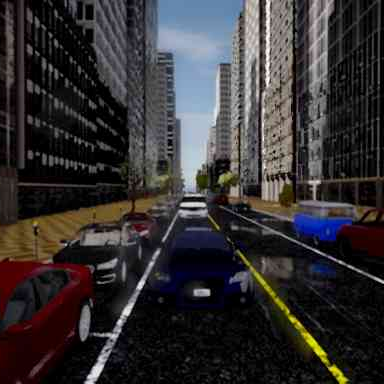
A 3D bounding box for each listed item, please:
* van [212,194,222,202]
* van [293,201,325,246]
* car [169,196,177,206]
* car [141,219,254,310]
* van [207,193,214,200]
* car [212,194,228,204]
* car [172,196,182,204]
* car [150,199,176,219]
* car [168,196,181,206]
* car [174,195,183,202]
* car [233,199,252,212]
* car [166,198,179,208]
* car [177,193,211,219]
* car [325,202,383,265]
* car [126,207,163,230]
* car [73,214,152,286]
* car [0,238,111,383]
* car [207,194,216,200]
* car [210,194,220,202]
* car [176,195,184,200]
[{"bbox_3d":[5.355,1.291,71.842,1.690,1.788,3.998,-1,0,-1],"label":"van"},{"bbox_3d":[5.878,1.331,15.007,1.690,1.788,3.998,-1,0,-1],"label":"van"},{"bbox_3d":[-2.709,1.526,37.664,2.008,1.369,4.403,-1,0,-1],"label":"car"},{"bbox_3d":[0.169,1.559,7.763,1.994,1.385,4.181,0,0,0],"label":"car"},{"bbox_3d":[5.146,1.271,94.575,1.690,1.788,3.998,-1,0,-1],"label":"van"},{"bbox_3d":[5.459,1.273,60.475,2.192,1.841,5.009,-1,0,-1],"label":"car"},{"bbox_3d":[-2.969,1.480,65.911,1.752,1.417,4.829,-1,0,-1],"label":"car"},{"bbox_3d":[-2.605,1.534,26.297,2.008,1.369,4.403,-1,0,-1],"label":"car"},{"bbox_3d":[-2.867,1.403,54.714,1.967,1.590,4.097,-1,0,-1],"label":"car"},{"bbox_3d":[-3.076,1.512,77.448,1.947,1.339,4.313,-1,0,-1],"label":"car"},{"bbox_3d":[5.671,1.525,37.741,2.008,1.369,4.403,-1,0,-1],"label":"car"},{"bbox_3d":[-2.814,1.549,49.031,1.802,1.307,4.206,-1,0,-1],"label":"car"},{"bbox_3d":[0.080,1.202,27.259,2.150,2.045,5.566,0,0,-1],"label":"car"},{"bbox_3d":[5.930,1.308,9.324,2.192,1.841,5.009,-1,0,-1],"label":"car"},{"bbox_3d":[-2.500,1.573,14.930,1.802,1.307,4.206,-1,0,-1],"label":"car"},{"bbox_3d":[-2.448,1.545,9.247,2.008,1.369,4.403,-1,0,-1],"label":"car"},{"bbox_3d":[-2.395,1.543,3.564,1.887,1.381,4.507,-1,0,-1],"label":"car"},{"bbox_3d":[5.199,1.376,88.892,1.967,1.590,4.097,-1,0,-1],"label":"car"},{"bbox_3d":[5.304,1.385,77.525,1.967,1.590,4.097,-1,0,-1],"label":"car"},{"bbox_3d":[-3.180,1.487,88.815,2.008,1.369,4.403,-1,0,-1],"label":"car"}]
